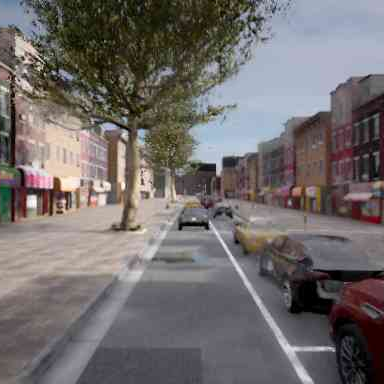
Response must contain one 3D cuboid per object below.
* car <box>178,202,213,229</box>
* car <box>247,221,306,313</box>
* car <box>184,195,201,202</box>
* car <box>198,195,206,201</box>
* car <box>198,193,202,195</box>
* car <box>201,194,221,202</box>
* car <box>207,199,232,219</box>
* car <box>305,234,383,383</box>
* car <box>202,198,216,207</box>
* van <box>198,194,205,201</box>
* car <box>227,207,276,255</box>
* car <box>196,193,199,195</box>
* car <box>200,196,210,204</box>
[{"bbox_3d":[0.100,1.601,21.910,1.994,1.385,4.181,0,0,0],"label":"car"},{"bbox_3d":[2.645,1.581,7.482,1.947,1.339,4.313,1,0,0],"label":"car"},{"bbox_3d":[0.098,1.524,41.168,1.882,1.535,5.008,0,0,0],"label":"car"},{"bbox_3d":[2.643,1.597,85.058,1.887,1.381,4.507,1,0,0],"label":"car"},{"bbox_3d":[2.647,1.364,57.353,2.192,1.841,5.009,1,0,0],"label":"car"},{"bbox_3d":[2.648,1.362,40.731,2.192,1.841,5.009,1,0,0],"label":"car"},{"bbox_3d":[2.645,1.594,29.648,2.008,1.369,4.403,1,0,0],"label":"car"},{"bbox_3d":[2.648,1.320,1.942,2.192,1.841,5.009,1,0,0],"label":"car"},{"bbox_3d":[2.644,1.614,51.812,1.947,1.339,4.313,1,0,0],"label":"car"},{"bbox_3d":[2.645,1.394,90.599,1.690,1.788,3.998,1,0,0],"label":"van"},{"bbox_3d":[2.646,1.551,13.194,1.752,1.417,4.829,1,0,0],"label":"car"},{"bbox_3d":[2.646,1.366,73.976,2.192,1.841,5.009,1,0,0],"label":"car"},{"bbox_3d":[2.643,1.595,68.435,1.887,1.381,4.507,1,0,0],"label":"car"}]
